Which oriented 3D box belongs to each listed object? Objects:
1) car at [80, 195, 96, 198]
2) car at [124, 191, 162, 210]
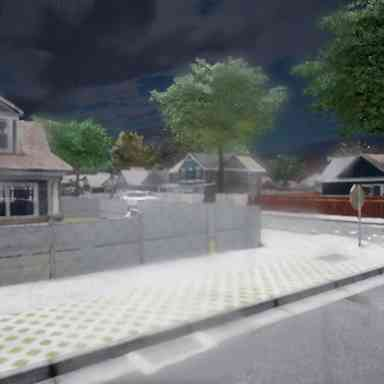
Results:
[{"bbox_3d":[-15.400,1.150,49.086,1.882,1.535,5.008,-1,1,-35],"label":"car"},{"bbox_3d":[-5.127,0.895,34.056,2.150,2.045,5.566,-1,1,-35],"label":"car"}]
